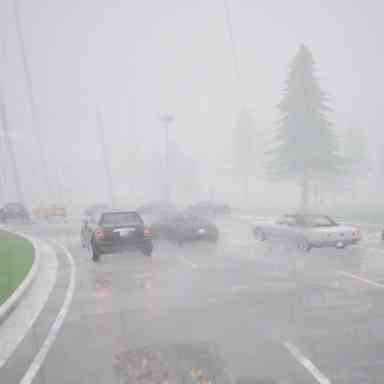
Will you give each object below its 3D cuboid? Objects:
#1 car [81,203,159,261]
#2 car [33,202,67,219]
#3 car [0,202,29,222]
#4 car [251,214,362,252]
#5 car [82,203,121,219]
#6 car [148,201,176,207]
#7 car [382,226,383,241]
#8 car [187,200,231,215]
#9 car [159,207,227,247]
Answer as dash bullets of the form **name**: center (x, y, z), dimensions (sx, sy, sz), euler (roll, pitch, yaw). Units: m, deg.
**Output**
- **car**: center (-3.114, 1.431, 13.083), dimensions (2.097, 1.767, 4.553), euler (-1, 0, -24)
- **car**: center (-14.060, 1.790, 32.838), dimensions (1.882, 1.535, 5.008), euler (-1, 0, -42)
- **car**: center (-16.561, 1.706, 30.380), dimensions (2.097, 1.767, 4.553), euler (-1, 0, -42)
- **car**: center (4.342, 1.543, 13.625), dimensions (1.895, 1.301, 4.718), euler (-1, 0, -21)
- **car**: center (-8.849, 1.779, 32.261), dimensions (1.994, 1.385, 4.181), euler (-1, 0, -42)
- **car**: center (-3.391, 1.605, 31.370), dimensions (2.128, 1.511, 4.902), euler (-1, 0, -41)
- **car**: center (8.804, 1.347, 11.204), dimensions (2.128, 1.511, 4.902), euler (-1, 0, -16)
- **car**: center (1.462, 1.501, 31.395), dimensions (1.882, 1.535, 5.008), euler (-1, 0, -41)
- **car**: center (-0.460, 1.597, 15.482), dimensions (1.994, 1.385, 4.181), euler (-1, 0, -26)
